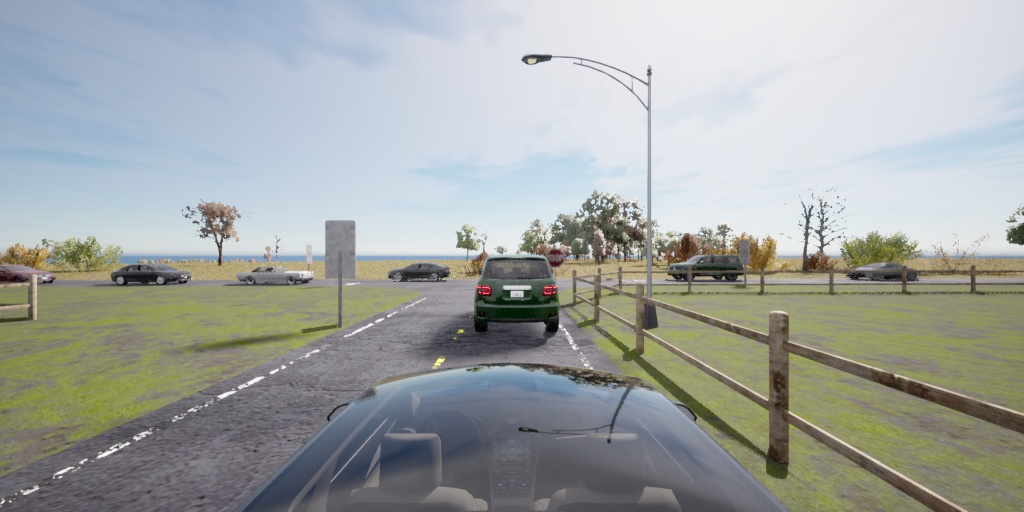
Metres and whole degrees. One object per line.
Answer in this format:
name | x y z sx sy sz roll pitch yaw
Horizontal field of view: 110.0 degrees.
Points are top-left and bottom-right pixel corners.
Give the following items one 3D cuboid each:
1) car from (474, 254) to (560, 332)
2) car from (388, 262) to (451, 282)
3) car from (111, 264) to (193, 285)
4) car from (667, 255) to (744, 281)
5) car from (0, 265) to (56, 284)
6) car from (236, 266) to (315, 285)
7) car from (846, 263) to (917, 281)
car | 0.123 0.971 10.942 2.150 2.045 5.566 0 0 0
car | -7.446 1.270 28.917 4.892 1.490 1.837 0 0 1
car | -26.213 1.324 26.160 4.892 1.490 1.837 0 0 1
car | 15.439 0.929 28.682 5.566 2.045 2.150 0 0 0
car | -36.546 1.376 26.278 4.674 1.442 1.812 0 0 1
car | -17.040 1.394 26.064 4.718 1.301 1.895 0 0 1
car | 29.310 1.245 28.534 4.181 1.385 1.994 0 0 0
